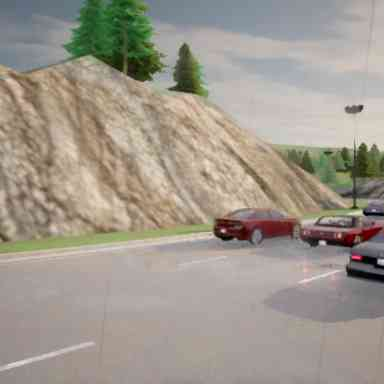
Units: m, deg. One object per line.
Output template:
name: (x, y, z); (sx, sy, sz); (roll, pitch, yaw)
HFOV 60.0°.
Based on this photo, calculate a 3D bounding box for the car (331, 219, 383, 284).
car: (5.960, 1.521, 8.621); (5.357, 1.411, 2.033); (0, 0, -40)

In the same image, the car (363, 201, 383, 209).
car: (16.338, 1.491, 28.985); (1.994, 1.385, 4.181); (0, 0, 41)

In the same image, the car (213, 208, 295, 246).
car: (3.178, 1.466, 15.512); (5.008, 1.535, 1.882); (0, 0, -41)

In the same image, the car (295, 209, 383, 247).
car: (6.470, 1.573, 13.724); (4.718, 1.301, 1.895); (0, 0, -42)
